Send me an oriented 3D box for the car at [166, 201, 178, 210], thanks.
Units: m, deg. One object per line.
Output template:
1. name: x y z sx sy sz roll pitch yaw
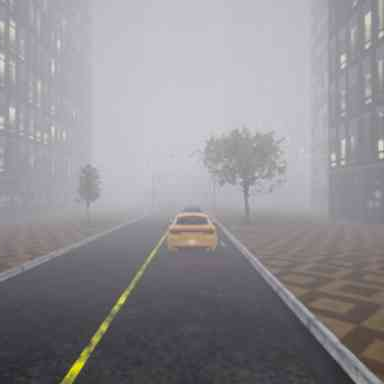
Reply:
1. car: -3.030 2.128 53.514 2.033 1.411 5.357 0 -1 0

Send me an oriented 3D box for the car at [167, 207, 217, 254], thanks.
1. car: 0.019 1.625 14.246 1.882 1.535 5.008 0 0 0

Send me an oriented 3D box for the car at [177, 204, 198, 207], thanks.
1. car: 0.003 1.863 28.381 1.994 1.385 4.181 0 -1 0
